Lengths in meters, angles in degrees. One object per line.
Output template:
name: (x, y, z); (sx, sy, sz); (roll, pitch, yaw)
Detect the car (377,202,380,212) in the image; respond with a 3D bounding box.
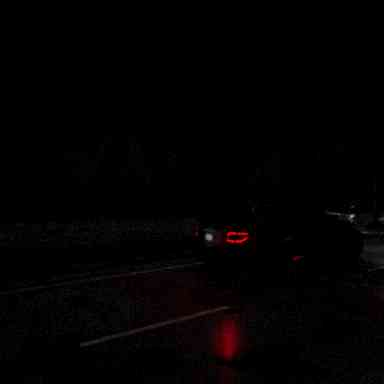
car: (18.180, 1.481, 35.955); (5.008, 1.535, 1.882); (0, 0, -29)

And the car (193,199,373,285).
car: (2.662, 1.216, 9.743); (5.566, 2.045, 2.150); (0, 0, -33)
